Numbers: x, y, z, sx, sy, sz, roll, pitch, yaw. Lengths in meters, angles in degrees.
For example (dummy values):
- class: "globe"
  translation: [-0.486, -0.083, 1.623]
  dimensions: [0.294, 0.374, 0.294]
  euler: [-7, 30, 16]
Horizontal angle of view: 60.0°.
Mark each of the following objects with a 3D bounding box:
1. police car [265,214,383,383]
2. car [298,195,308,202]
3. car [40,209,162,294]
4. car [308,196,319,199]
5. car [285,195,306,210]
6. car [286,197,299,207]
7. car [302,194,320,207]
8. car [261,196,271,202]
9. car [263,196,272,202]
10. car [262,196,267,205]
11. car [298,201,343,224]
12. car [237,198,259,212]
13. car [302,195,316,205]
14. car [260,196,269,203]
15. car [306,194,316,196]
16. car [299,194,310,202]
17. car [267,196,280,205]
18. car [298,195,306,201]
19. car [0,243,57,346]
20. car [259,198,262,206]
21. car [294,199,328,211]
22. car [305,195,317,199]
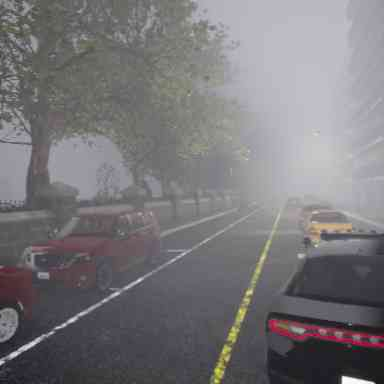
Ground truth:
- class: "police car"
  translation: [2.573, 1.389, 5.033]
  dimensions: [1.930, 1.638, 5.238]
  euler: [-2, -1, 28]
- class: "car"
  translation: [25.867, 1.486, 77.552]
  dimensions: [1.947, 1.339, 4.313]
  euler: [-2, -1, 16]
- class: "car"
  translation: [-2.503, 1.477, 9.562]
  dimensions: [2.192, 1.841, 5.009]
  euler: [-2, -1, 16]
- class: "car"
  translation: [13.364, 1.433, 34.280]
  dimensions: [1.887, 1.381, 4.507]
  euler: [-2, -1, 16]
- class: "car"
  translation: [12.743, 1.329, 41.703]
  dimensions: [2.097, 1.767, 4.553]
  euler: [-2, -1, 17]
- class: "car"
  translation: [16.112, 1.550, 53.471]
  dimensions: [1.994, 1.385, 4.181]
  euler: [-2, -1, 16]
- class: "car"
  translation: [18.044, 1.212, 50.508]
  dimensions: [2.192, 1.841, 5.009]
  euler: [-2, -1, 16]
- class: "car"
  translation: [17.820, 1.744, 79.876]
  dimensions: [2.008, 1.369, 4.403]
  euler: [-2, -1, 16]
- class: "car"
  translation: [19.334, 1.726, 85.122]
  dimensions: [1.752, 1.417, 4.829]
  euler: [-2, -1, 16]
- class: "car"
  translation: [11.568, 1.724, 58.240]
  dimensions: [2.008, 1.369, 4.403]
  euler: [-2, -1, 16]
- class: "car"
  translation: [5.759, 1.401, 14.409]
  dimensions: [1.801, 1.575, 5.366]
  euler: [-2, -1, 16]
- class: "car"
  translation: [6.876, 1.604, 42.015]
  dimensions: [1.967, 1.590, 4.097]
  euler: [-2, -1, 16]
- class: "car"
  translation: [19.612, 1.340, 55.917]
  dimensions: [1.967, 1.590, 4.097]
  euler: [-2, -1, 16]
- class: "car"
  translation: [16.209, 1.712, 74.304]
  dimensions: [1.752, 1.417, 4.829]
  euler: [-2, -1, 16]
- class: "car"
  translation: [16.486, 1.334, 45.098]
  dimensions: [1.967, 1.590, 4.097]
  euler: [-2, -1, 16]
- class: "car"
  translation: [24.300, 1.354, 72.144]
  dimensions: [1.967, 1.590, 4.097]
  euler: [-2, -1, 16]
- class: "car"
  translation: [14.914, 1.592, 60.134]
  dimensions: [1.837, 1.490, 4.892]
  euler: [-2, -1, 16]
- class: "car"
  translation: [27.476, 1.454, 83.125]
  dimensions: [1.752, 1.417, 4.829]
  euler: [-2, -1, 16]
- class: "car"
  translation: [-4.059, 1.709, 4.149]
  dimensions: [1.887, 1.381, 4.507]
  euler: [-2, -1, 16]
- class: "car"
  translation: [8.438, 1.607, 47.422]
  dimensions: [1.967, 1.590, 4.097]
  euler: [-2, -1, 16]
- class: "car"
  translation: [7.372, 1.422, 19.991]
  dimensions: [1.882, 1.535, 5.008]
  euler: [-2, -1, 16]
- class: "car"
  translation: [14.927, 1.435, 39.689]
  dimensions: [1.887, 1.381, 4.507]
  euler: [-2, -1, 16]
